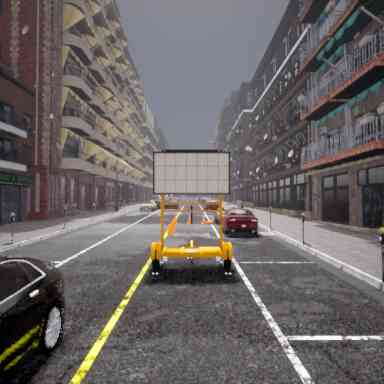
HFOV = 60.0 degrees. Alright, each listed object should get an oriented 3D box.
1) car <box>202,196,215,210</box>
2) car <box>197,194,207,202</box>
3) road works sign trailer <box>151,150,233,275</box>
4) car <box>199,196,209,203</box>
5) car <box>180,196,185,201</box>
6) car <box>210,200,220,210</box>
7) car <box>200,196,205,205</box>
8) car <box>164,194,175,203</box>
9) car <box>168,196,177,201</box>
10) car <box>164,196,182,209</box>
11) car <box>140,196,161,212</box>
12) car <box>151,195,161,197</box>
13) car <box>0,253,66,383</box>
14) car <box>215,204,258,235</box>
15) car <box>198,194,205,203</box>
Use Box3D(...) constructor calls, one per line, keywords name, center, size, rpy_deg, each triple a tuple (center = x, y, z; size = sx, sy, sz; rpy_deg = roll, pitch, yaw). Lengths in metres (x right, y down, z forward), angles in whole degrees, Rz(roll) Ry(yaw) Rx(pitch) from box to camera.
Box3D(name="car", center=(2.583, 1.614, 40.940), size=(1.887, 1.381, 4.507), rpy_deg=(1, 0, 0))
Box3D(name="car", center=(2.553, 1.551, 85.188), size=(2.192, 1.841, 5.009), rpy_deg=(1, 0, 0))
Box3D(name="road works sign trailer", center=(-0.010, 0.473, 10.490), size=(2.380, 3.560, 2.880), rpy_deg=(0, 0, 0))
Box3D(name="car", center=(2.592, 1.626, 74.126), size=(1.967, 1.590, 4.097), rpy_deg=(1, 0, 0))
Box3D(name="car", center=(-2.752, 1.736, 90.509), size=(2.128, 1.511, 4.902), rpy_deg=(0, 0, 0))
Box3D(name="car", center=(2.585, 1.555, 24.520), size=(1.752, 1.417, 4.829), rpy_deg=(1, 0, 0))
Box3D(name="car", center=(2.583, 1.635, 46.472), size=(2.008, 1.369, 4.403), rpy_deg=(1, 0, 0))
Box3D(name="car", center=(-5.293, 1.526, 79.716), size=(2.192, 1.841, 5.009), rpy_deg=(1, 0, 0))
Box3D(name="car", center=(-5.300, 1.830, 90.778), size=(1.947, 1.339, 4.313), rpy_deg=(1, 0, 0))
Box3D(name="car", center=(-2.848, 1.646, 46.002), size=(1.994, 1.385, 4.181), rpy_deg=(0, 0, 0))
Box3D(name="car", center=(-5.296, 1.594, 40.833), size=(1.752, 1.417, 4.829), rpy_deg=(2, 0, 0))
Box3D(name="car", center=(-5.291, 1.399, 46.535), size=(2.192, 1.841, 5.009), rpy_deg=(2, 0, 0))
Box3D(name="car", center=(-2.850, 1.506, 3.282), size=(1.837, 1.490, 4.892), rpy_deg=(0, 0, 0))
Box3D(name="car", center=(2.584, 1.565, 18.818), size=(1.887, 1.381, 4.507), rpy_deg=(1, 0, 0))
Box3D(name="car", center=(2.583, 1.684, 63.064), size=(1.887, 1.381, 4.507), rpy_deg=(1, 0, 0))
